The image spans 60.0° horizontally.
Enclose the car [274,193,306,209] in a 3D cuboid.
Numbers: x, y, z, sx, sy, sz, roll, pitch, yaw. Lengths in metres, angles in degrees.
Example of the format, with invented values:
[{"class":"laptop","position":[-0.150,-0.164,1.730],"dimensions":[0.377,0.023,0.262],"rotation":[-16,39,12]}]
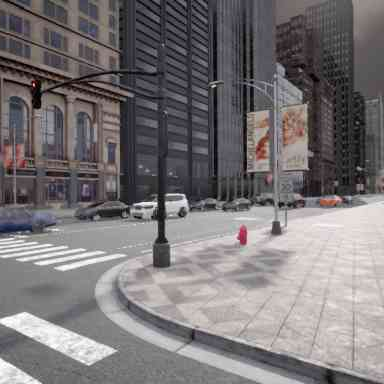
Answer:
[{"class":"car","position":[13.102,1.090,43.313],"dimensions":[2.150,2.045,5.566],"rotation":[-1,-1,35]}]

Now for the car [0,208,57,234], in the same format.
[{"class":"car","position":[-9.657,1.526,16.969],"dimensions":[2.033,1.411,5.357],"rotation":[-1,0,32]}]

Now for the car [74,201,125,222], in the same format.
[{"class":"car","position":[-7.033,1.484,26.552],"dimensions":[1.837,1.490,4.892],"rotation":[-1,0,35]}]

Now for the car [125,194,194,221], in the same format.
[{"class":"car","position":[-2.517,1.169,27.296],"dimensions":[2.150,2.045,5.566],"rotation":[-1,0,35]}]

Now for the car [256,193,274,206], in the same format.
[{"class":"car","position":[10.963,1.126,51.693],"dimensions":[2.150,2.045,5.566],"rotation":[-1,0,36]}]

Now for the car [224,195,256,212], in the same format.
[{"class":"car","position":[5.140,1.418,38.045],"dimensions":[1.837,1.490,4.892],"rotation":[-1,0,36]}]

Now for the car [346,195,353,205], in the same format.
[{"class":"car","position":[25.240,1.331,54.767],"dimensions":[1.837,1.490,4.892],"rotation":[-1,0,35]}]

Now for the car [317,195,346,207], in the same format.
[{"class":"car","position":[19.855,1.190,47.199],"dimensions":[2.097,1.767,4.553],"rotation":[-1,0,36]}]

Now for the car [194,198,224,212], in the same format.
[{"class":"car","position":[1.352,1.449,38.331],"dimensions":[1.837,1.490,4.892],"rotation":[-1,0,36]}]
